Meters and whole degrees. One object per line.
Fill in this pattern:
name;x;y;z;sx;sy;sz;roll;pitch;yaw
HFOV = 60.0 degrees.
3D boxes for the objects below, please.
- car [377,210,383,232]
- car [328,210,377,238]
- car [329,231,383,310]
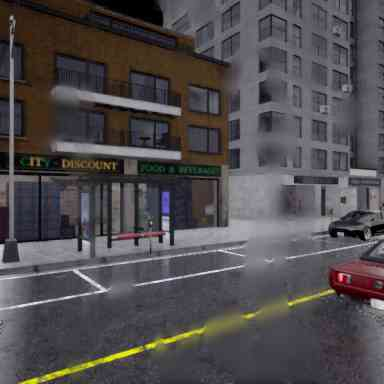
car;10.746;1.548;14.903;5.357;1.411;2.033;0;0;-36
car;8.602;1.566;16.530;4.313;1.339;1.947;0;0;-36
car;4.965;1.601;6.853;4.718;1.301;1.895;0;0;-35
